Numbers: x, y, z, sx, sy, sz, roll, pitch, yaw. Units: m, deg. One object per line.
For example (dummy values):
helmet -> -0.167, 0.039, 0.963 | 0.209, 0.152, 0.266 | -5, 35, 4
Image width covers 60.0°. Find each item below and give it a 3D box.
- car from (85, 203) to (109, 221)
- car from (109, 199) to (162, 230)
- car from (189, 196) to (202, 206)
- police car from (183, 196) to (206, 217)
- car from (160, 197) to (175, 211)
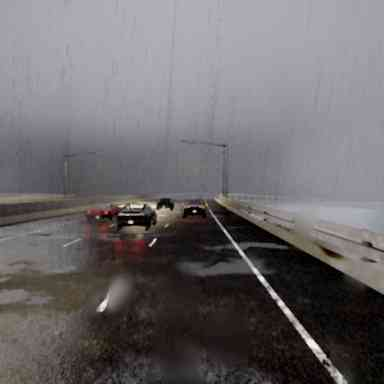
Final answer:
car -> -6.741, 1.511, 26.076 | 1.895, 1.301, 4.718 | 0, 0, 1
car -> -3.294, 1.420, 20.452 | 2.128, 1.511, 4.902 | 0, 0, 0
car -> 0.629, 1.364, 53.871 | 2.033, 1.411, 5.357 | 0, 0, 1
police car -> 0.261, 1.402, 29.570 | 2.038, 1.542, 4.974 | 0, 0, 1
car -> -3.066, 1.372, 39.149 | 1.837, 1.490, 4.892 | 0, 0, 1
